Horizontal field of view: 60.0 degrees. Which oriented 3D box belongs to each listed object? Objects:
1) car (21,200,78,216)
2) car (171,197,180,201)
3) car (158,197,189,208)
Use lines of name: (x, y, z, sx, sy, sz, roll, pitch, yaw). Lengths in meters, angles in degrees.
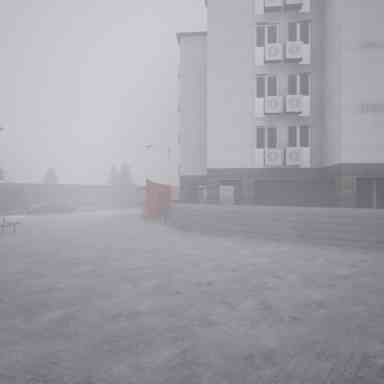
car: (-14.135, 1.546, 33.378, 2.033, 1.411, 5.357, 0, 0, 36)
car: (-3.120, 1.601, 41.563, 1.895, 1.301, 4.718, 0, 0, 35)
car: (-2.661, 1.477, 49.368, 1.882, 1.535, 5.008, 0, 0, 36)
